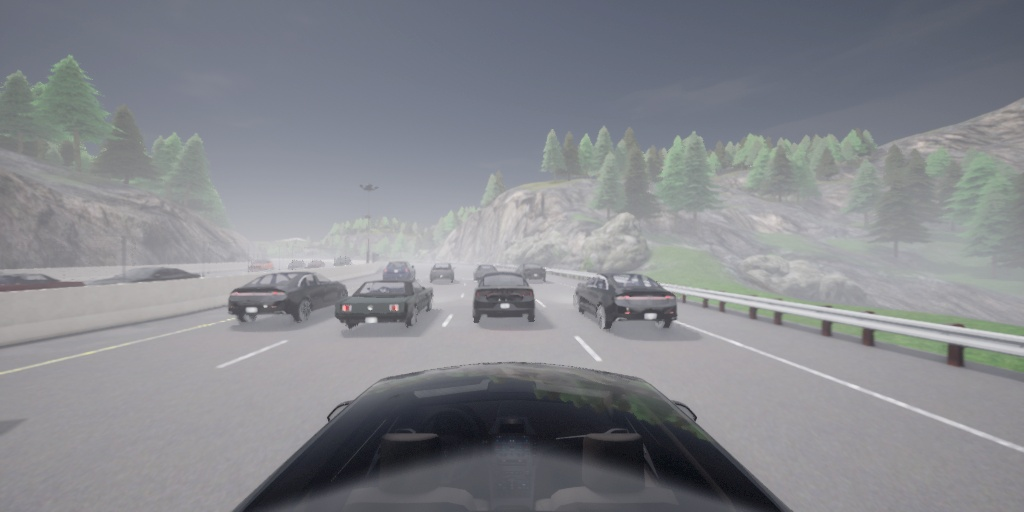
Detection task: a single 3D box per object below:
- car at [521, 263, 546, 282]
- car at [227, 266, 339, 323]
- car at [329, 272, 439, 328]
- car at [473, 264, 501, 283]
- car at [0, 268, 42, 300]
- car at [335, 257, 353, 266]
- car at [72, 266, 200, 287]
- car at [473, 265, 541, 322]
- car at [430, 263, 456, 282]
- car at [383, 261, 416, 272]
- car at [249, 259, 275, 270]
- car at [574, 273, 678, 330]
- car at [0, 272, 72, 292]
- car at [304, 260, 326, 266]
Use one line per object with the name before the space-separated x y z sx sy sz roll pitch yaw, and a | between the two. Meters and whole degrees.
car | 1.430 1.287 29.374 1.882 1.535 5.008 0 0 -8
car | -7.339 1.283 12.331 2.128 1.511 4.902 0 0 -3
car | -3.762 1.382 11.511 1.895 1.301 4.718 0 0 -3
car | -2.117 1.382 29.406 1.994 1.385 4.181 0 0 -8
car | -25.375 1.368 16.416 1.812 1.442 4.674 0 0 -6
car | -27.079 1.163 57.861 2.150 2.045 5.566 0 0 -18
car | -18.537 1.308 18.319 1.882 1.535 5.008 0 0 -6
car | -0.336 1.253 12.491 1.882 1.535 5.008 0 0 -3
car | -5.620 1.317 29.226 2.128 1.511 4.902 0 0 -8
car | -9.234 1.187 29.701 2.097 1.767 4.553 0 0 -8
car | -36.209 1.300 51.904 2.097 1.767 4.553 0 0 -17
car | 3.245 1.256 11.129 2.128 1.511 4.902 0 0 -3
car | -21.748 1.432 15.285 1.895 1.301 4.718 0 0 -5
car | -29.777 1.418 54.845 1.882 1.535 5.008 0 0 -18
